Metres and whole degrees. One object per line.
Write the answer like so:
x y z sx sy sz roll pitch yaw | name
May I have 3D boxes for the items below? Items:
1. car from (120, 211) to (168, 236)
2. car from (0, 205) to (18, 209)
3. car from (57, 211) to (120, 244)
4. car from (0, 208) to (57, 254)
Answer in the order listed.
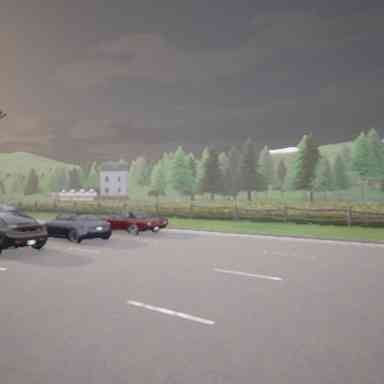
-3.755 1.733 19.448 4.718 1.301 1.895 -1 0 36 | car
-16.187 1.800 28.321 4.674 1.442 1.812 0 0 36 | car
-5.962 1.699 16.724 4.181 1.385 1.994 -1 0 36 | car
-7.973 1.641 13.861 4.892 1.490 1.837 0 0 36 | car
